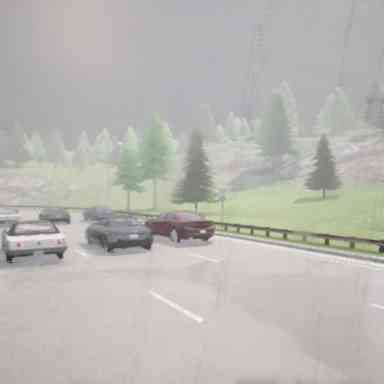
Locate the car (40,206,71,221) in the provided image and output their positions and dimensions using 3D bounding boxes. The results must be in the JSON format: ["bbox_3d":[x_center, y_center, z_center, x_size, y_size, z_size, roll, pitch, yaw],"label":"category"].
[{"bbox_3d":[-11.402,1.865,27.562,1.994,1.385,4.181,1,-1,-32],"label":"car"}]

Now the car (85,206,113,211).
[{"bbox_3d":[-7.921,1.866,28.591,2.033,1.411,5.357,1,-1,-32],"label":"car"}]

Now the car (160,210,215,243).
[{"bbox_3d":[-0.802,1.679,17.401,1.882,1.535,5.008,1,-1,-32],"label":"car"}]

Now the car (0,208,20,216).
[{"bbox_3d":[-14.218,1.872,25.468,1.895,1.301,4.718,1,-1,-32],"label":"car"}]

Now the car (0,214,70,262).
[{"bbox_3d":[-6.186,1.740,12.798,1.895,1.301,4.718,1,-1,-32],"label":"car"}]

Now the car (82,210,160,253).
[{"bbox_3d":[-3.345,1.732,14.860,1.994,1.385,4.181,1,-1,-32],"label":"car"}]
